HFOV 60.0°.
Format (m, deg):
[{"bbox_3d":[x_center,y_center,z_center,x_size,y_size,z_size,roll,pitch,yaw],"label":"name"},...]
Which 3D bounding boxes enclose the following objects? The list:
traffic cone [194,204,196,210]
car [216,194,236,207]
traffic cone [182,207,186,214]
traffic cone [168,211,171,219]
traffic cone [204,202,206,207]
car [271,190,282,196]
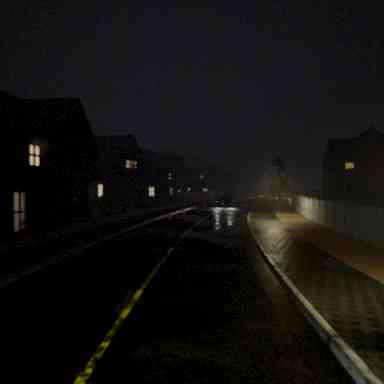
[{"bbox_3d":[0.344,1.590,34.760,0.340,0.580,0.340,0,1,13],"label":"traffic cone"},{"bbox_3d":[4.195,1.045,40.713,1.837,1.490,4.892,0,1,16],"label":"car"},{"bbox_3d":[-0.741,1.661,29.799,0.340,0.580,0.340,0,1,11],"label":"traffic cone"},{"bbox_3d":[-1.666,1.725,24.806,0.340,0.580,0.340,0,1,10],"label":"traffic cone"},{"bbox_3d":[1.588,1.513,39.684,0.340,0.580,0.340,0,1,15],"label":"traffic cone"},{"bbox_3d":[20.590,0.335,80.915,1.812,1.442,4.674,0,1,32],"label":"car"}]
